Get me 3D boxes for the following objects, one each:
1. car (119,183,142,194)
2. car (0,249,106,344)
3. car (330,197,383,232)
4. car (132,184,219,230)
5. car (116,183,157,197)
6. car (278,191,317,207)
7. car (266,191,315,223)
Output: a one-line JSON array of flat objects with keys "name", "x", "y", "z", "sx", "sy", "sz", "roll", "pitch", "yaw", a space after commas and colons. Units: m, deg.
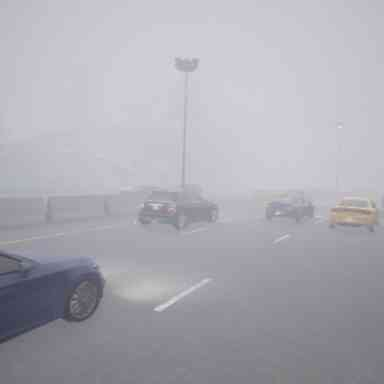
[{"name": "car", "x": -4.922, "y": -0.069, "z": 34.948, "sx": 2.033, "sy": 1.411, "sz": 5.357, "roll": 4, "pitch": 3, "yaw": 36}, {"name": "car", "x": -3.093, "y": 1.244, "z": 4.005, "sx": 1.812, "sy": 1.442, "sz": 4.674, "roll": 3, "pitch": 3, "yaw": 26}, {"name": "car", "x": 8.387, "y": 1.020, "z": 16.965, "sx": 1.882, "sy": 1.535, "sz": 5.008, "roll": 3, "pitch": 3, "yaw": 32}, {"name": "car", "x": -0.460, "y": 0.658, "z": 15.973, "sx": 2.097, "sy": 1.767, "sz": 4.553, "roll": 3, "pitch": 3, "yaw": 30}, {"name": "car", "x": -6.404, "y": -0.279, "z": 38.886, "sx": 1.812, "sy": 1.442, "sz": 4.674, "roll": 4, "pitch": 3, "yaw": 36}, {"name": "car", "x": 10.029, "y": 0.601, "z": 31.338, "sx": 1.895, "sy": 1.301, "sz": 4.718, "roll": 4, "pitch": 3, "yaw": 38}, {"name": "car", "x": 5.779, "y": 0.886, "z": 19.388, "sx": 1.812, "sy": 1.442, "sz": 4.674, "roll": 3, "pitch": 3, "yaw": 33}]
